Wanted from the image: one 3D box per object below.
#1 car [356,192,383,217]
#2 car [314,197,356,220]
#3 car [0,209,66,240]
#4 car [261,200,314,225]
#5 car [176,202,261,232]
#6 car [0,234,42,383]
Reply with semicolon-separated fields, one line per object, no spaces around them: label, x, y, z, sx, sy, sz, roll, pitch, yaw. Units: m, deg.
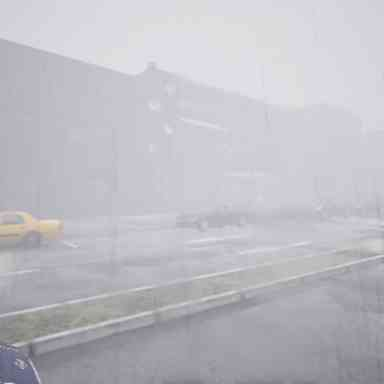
car;14.741;1.147;29.032;4.553;1.767;2.185;0;0;-36
car;10.252;1.180;25.811;4.553;1.767;2.185;0;0;-36
car;-7.777;1.434;12.874;5.366;1.575;1.946;0;0;-36
car;5.842;1.378;22.647;4.674;1.452;2.002;0;0;-36
car;1.356;1.372;19.428;4.892;1.521;2.231;0;0;-36
car;-2.960;1.363;1.328;4.553;1.767;2.097;0;0;-35
